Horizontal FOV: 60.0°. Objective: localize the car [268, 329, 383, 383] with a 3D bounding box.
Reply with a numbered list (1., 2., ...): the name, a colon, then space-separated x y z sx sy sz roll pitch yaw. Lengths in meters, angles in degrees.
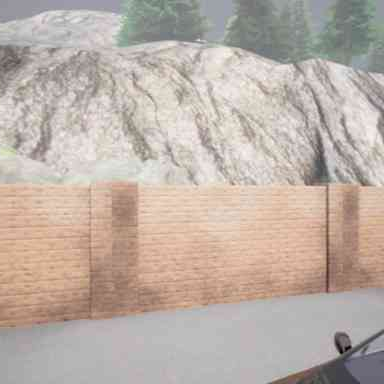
1. car: 2.148 1.492 1.920 4.902 1.511 2.128 0 0 -18
